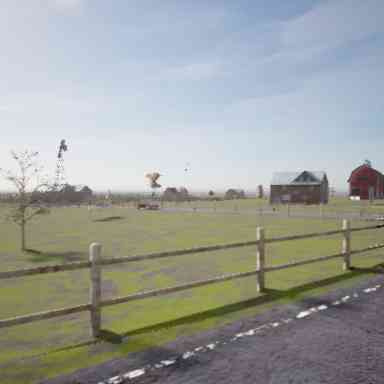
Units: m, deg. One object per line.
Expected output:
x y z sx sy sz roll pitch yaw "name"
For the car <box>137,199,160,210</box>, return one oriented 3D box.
-7.784 2.180 59.234 2.097 1.767 4.553 0 -1 -44 "car"
